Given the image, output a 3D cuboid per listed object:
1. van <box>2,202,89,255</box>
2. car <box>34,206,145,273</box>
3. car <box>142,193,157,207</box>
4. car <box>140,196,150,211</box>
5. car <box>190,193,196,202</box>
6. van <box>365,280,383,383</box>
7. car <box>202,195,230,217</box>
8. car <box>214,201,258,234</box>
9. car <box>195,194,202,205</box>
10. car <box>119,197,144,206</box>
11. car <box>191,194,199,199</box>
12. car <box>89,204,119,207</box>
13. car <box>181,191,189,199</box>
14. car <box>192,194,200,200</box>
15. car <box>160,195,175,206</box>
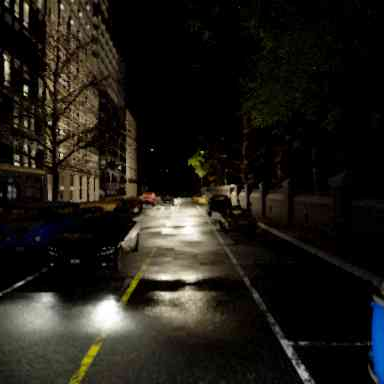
[{"bbox_3d":[-5.504,1.280,12.683,1.690,1.788,3.998,0,0,0],"label":"van"},{"bbox_3d":[-2.878,1.426,10.662,1.882,1.535,5.008,0,0,0],"label":"car"},{"bbox_3d":[-6.011,1.083,45.965,2.192,1.841,5.009,0,0,-1],"label":"car"},{"bbox_3d":[-5.778,1.408,34.875,1.802,1.307,4.206,0,0,-1],"label":"car"},{"bbox_3d":[1.080,1.111,66.390,1.801,1.575,5.366,0,0,-2],"label":"car"},{"bbox_3d":[2.563,1.332,1.742,1.690,1.788,3.998,0,0,0],"label":"van"},{"bbox_3d":[2.339,1.168,29.471,2.192,1.841,5.009,0,0,-1],"label":"car"},{"bbox_3d":[2.475,1.434,18.546,1.752,1.417,4.829,0,0,-1],"label":"car"},{"bbox_3d":[1.867,1.260,51.828,1.752,1.417,4.829,0,0,-2],"label":"car"},{"bbox_3d":[-5.684,1.400,29.325,1.887,1.381,4.507,0,0,-1],"label":"car"},{"bbox_3d":[0.752,1.111,84.931,1.947,1.339,4.313,0,0,-2],"label":"car"},{"bbox_3d":[-5.548,1.456,18.230,1.887,1.381,4.507,0,0,-1],"label":"car"},{"bbox_3d":[-1.809,1.015,84.909,2.033,1.411,5.357,0,0,-2],"label":"car"},{"bbox_3d":[0.953,1.160,79.385,1.802,1.307,4.206,0,0,-2],"label":"car"},{"bbox_3d":[-3.432,1.261,47.646,1.837,1.490,4.892,0,1,-1],"label":"car"}]
